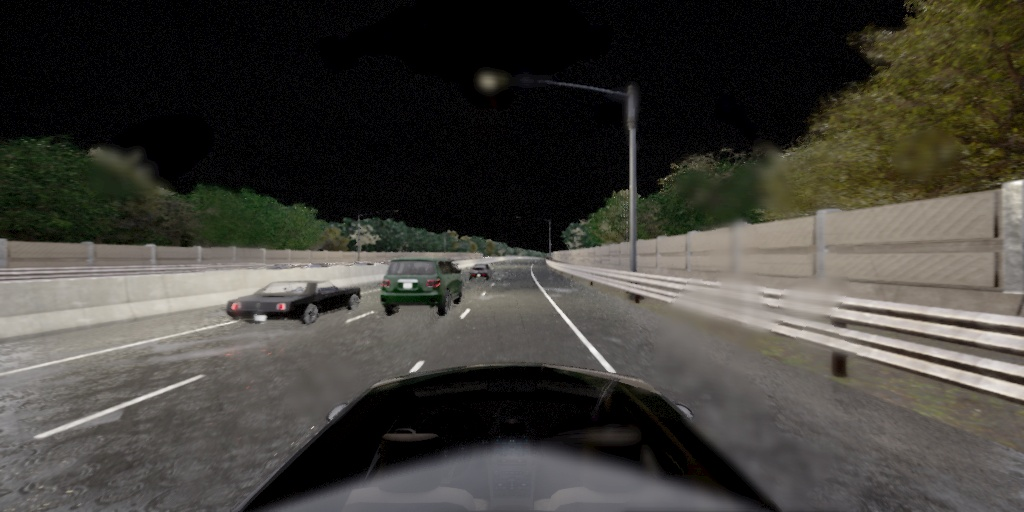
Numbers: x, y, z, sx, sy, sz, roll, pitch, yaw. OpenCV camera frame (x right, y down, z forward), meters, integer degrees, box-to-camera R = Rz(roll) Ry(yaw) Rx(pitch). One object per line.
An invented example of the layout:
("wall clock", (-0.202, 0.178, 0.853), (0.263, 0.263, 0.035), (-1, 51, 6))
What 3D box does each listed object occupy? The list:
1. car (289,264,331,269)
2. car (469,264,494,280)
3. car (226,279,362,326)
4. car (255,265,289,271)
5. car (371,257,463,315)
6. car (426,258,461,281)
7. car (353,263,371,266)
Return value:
("car", (-20.532, 1.556, 37.801), (2.033, 1.411, 5.357), (0, 0, 2))
("car", (-2.924, 1.496, 34.457), (1.837, 1.490, 4.892), (0, 0, 2))
("car", (-6.844, 1.430, 12.030), (1.895, 1.301, 4.718), (0, 0, 0))
("car", (-24.053, 1.602, 36.921), (1.895, 1.301, 4.718), (0, 0, 2))
("car", (-3.323, 1.070, 14.207), (2.150, 2.045, 5.566), (0, -1, 1))
("car", (-6.429, 1.212, 34.443), (2.150, 2.045, 5.566), (0, 0, 2))
("car", (-16.929, 1.533, 40.429), (1.837, 1.490, 4.892), (0, -1, 2))
